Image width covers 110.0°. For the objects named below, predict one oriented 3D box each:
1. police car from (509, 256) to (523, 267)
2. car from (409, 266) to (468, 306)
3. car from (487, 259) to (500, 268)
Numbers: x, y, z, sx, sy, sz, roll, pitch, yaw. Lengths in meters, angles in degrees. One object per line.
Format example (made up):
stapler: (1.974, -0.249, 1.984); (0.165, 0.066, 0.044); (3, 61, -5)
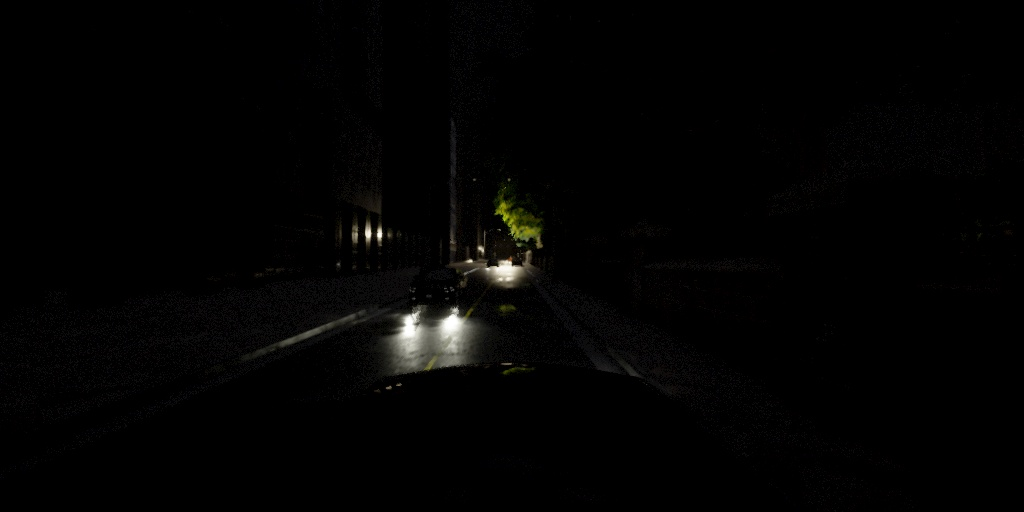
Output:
police car: (0.920, 1.074, 63.664); (1.930, 1.638, 5.238); (0, 0, 0)
car: (-3.094, 1.218, 15.866); (1.882, 1.535, 5.008); (0, 0, 0)
car: (-3.026, 1.192, 57.736); (1.812, 1.442, 4.674); (0, 0, 1)
